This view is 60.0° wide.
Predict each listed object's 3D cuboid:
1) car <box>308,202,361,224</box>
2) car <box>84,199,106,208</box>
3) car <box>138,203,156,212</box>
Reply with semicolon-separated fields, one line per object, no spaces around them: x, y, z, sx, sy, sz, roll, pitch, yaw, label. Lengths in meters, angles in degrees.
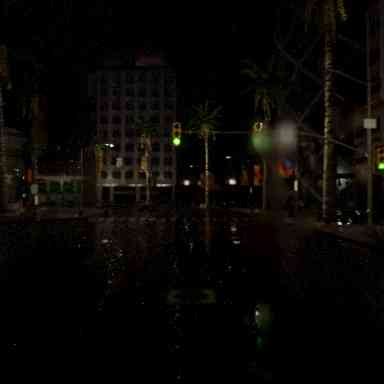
11.219;1.564;26.447;2.097;1.767;4.553;1;-1;-10;car
-18.597;2.186;63.727;4.553;1.767;2.097;-1;-1;39;car
-6.409;2.225;47.927;1.895;1.301;4.718;0;-1;0;car
